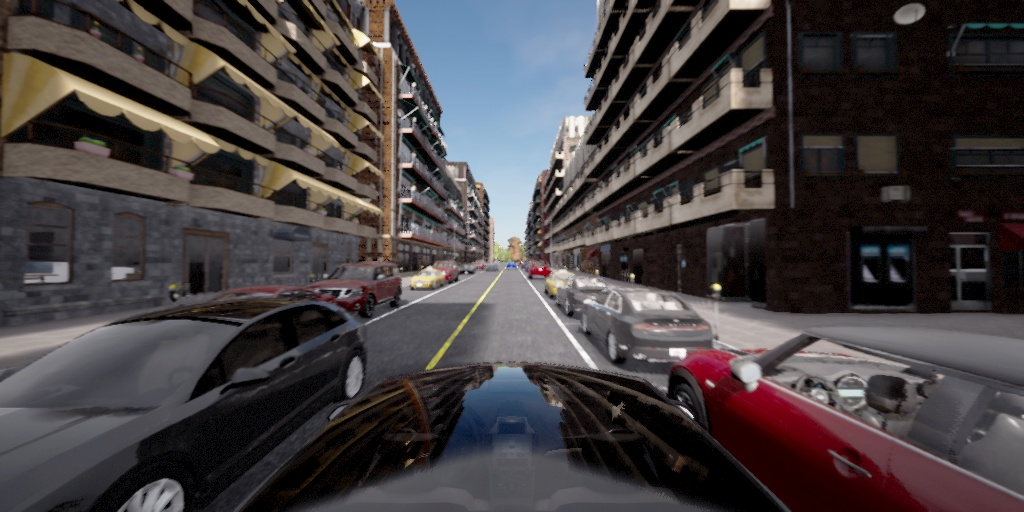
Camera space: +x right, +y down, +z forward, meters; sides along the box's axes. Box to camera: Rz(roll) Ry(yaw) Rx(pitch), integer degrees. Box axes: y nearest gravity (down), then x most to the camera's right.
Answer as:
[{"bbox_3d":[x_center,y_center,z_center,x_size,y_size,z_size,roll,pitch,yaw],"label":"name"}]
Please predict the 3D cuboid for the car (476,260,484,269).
[{"bbox_3d":[-5.742,1.637,63.712,2.192,1.841,5.009,0,0,0],"label":"car"}]

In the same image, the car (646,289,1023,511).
[{"bbox_3d":[2.693,1.194,2.442,1.967,1.591,4.097,0,0,0],"label":"car"}]

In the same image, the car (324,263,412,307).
[{"bbox_3d":[-5.698,1.176,13.604,2.192,1.841,5.009,0,0,0],"label":"car"}]

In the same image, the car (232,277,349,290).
[{"bbox_3d":[-5.693,1.356,8.036,1.888,1.381,4.507,0,0,0],"label":"car"}]

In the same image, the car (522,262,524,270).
[{"bbox_3d":[2.954,1.763,55.260,1.812,1.442,4.674,0,-1,0],"label":"car"}]

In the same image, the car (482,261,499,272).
[{"bbox_3d":[-3.104,1.816,56.378,1.994,1.385,4.181,0,-1,0],"label":"car"}]

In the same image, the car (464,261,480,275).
[{"bbox_3d":[-5.727,1.733,47.010,1.948,1.339,4.313,0,0,0],"label":"car"}]

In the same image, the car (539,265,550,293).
[{"bbox_3d":[2.678,1.430,19.315,1.751,1.417,4.829,0,0,0],"label":"car"}]

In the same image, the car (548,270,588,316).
[{"bbox_3d":[2.683,1.405,13.577,2.007,1.370,4.403,0,0,0],"label":"car"}]

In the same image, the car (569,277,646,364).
[{"bbox_3d":[2.688,1.355,8.010,2.007,1.370,4.403,0,0,0],"label":"car"}]

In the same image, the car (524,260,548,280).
[{"bbox_3d":[2.663,1.372,35.848,2.192,1.841,5.009,0,0,0],"label":"car"}]

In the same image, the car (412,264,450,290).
[{"bbox_3d":[-5.708,1.487,24.568,1.751,1.417,4.829,0,0,0],"label":"car"}]

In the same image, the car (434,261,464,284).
[{"bbox_3d":[-5.713,1.327,30.306,2.192,1.841,5.009,0,0,0],"label":"car"}]

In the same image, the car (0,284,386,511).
[{"bbox_3d":[-3.099,1.272,3.619,1.837,1.490,4.892,0,0,0],"label":"car"}]
